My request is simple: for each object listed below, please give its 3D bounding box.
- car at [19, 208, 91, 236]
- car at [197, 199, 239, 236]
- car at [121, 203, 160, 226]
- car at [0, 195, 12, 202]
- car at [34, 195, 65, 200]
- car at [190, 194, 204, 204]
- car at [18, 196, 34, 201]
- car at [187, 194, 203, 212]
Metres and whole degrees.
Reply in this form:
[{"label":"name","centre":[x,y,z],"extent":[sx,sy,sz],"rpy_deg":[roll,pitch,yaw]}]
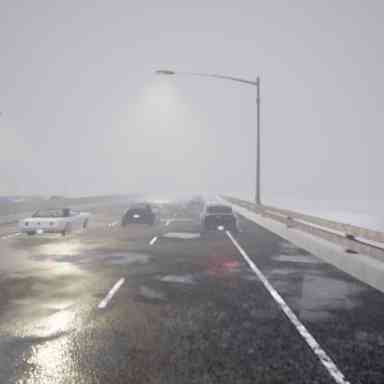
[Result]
[{"label":"car","centre":[-6.804,1.450,17.160],"extent":[1.895,1.301,4.718],"rpy_deg":[0,0,1]},{"label":"car","centre":[1.319,1.356,17.405],"extent":[1.837,1.490,4.892],"rpy_deg":[0,0,1]},{"label":"car","centre":[-3.249,1.378,21.558],"extent":[1.994,1.385,4.181],"rpy_deg":[0,1,1]},{"label":"car","centre":[-24.083,1.138,40.594],"extent":[1.882,1.535,5.008],"rpy_deg":[0,0,2]},{"label":"car","centre":[-17.072,1.134,41.170],"extent":[1.882,1.535,5.008],"rpy_deg":[0,0,2]},{"label":"car","centre":[0.806,1.067,52.170],"extent":[2.128,1.511,4.902],"rpy_deg":[0,1,2]},{"label":"car","centre":[-20.524,1.192,42.638],"extent":[2.033,1.411,5.357],"rpy_deg":[0,0,2]},{"label":"car","centre":[0.481,1.275,38.881],"extent":[1.895,1.301,4.718],"rpy_deg":[0,0,2]}]
